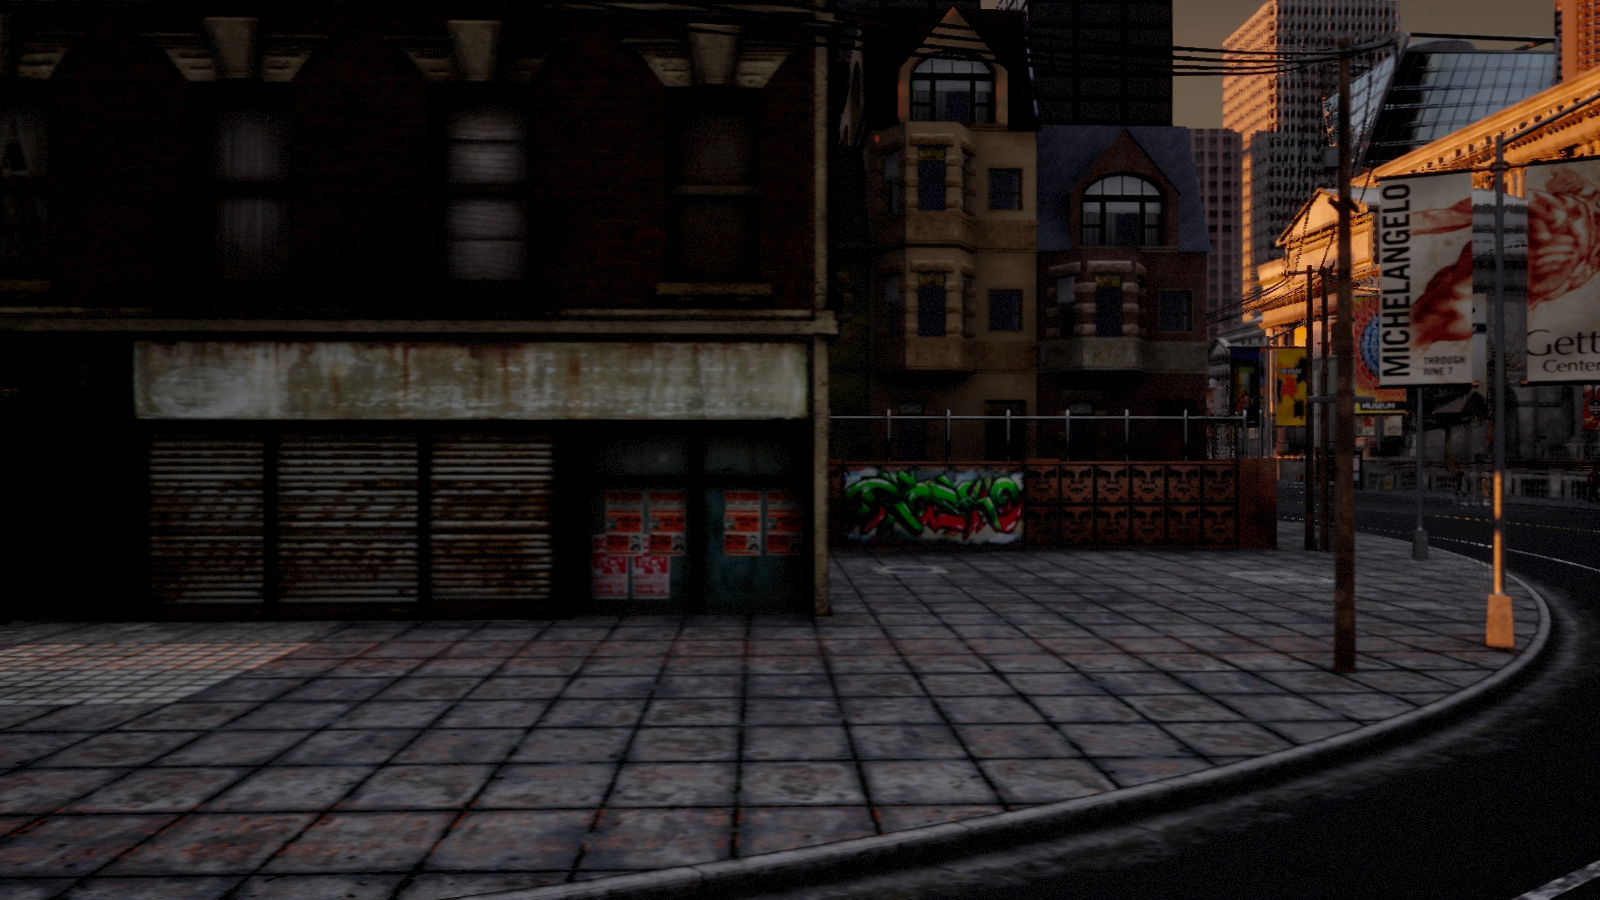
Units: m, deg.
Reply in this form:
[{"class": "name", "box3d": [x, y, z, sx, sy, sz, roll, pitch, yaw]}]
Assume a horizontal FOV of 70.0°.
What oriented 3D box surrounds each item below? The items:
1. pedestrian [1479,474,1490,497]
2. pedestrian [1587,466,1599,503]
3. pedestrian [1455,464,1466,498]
[{"class": "pedestrian", "box3d": [38.727, 2.001, 64.657, 0.375, 1.300, 0.375, 0, 0, 3]}, {"class": "pedestrian", "box3d": [39.899, 1.717, 57.455, 0.375, 1.860, 0.375, 0, 0, 3]}, {"class": "pedestrian", "box3d": [36.853, 1.721, 63.709, 0.375, 1.860, 0.375, 0, 0, -4]}]
